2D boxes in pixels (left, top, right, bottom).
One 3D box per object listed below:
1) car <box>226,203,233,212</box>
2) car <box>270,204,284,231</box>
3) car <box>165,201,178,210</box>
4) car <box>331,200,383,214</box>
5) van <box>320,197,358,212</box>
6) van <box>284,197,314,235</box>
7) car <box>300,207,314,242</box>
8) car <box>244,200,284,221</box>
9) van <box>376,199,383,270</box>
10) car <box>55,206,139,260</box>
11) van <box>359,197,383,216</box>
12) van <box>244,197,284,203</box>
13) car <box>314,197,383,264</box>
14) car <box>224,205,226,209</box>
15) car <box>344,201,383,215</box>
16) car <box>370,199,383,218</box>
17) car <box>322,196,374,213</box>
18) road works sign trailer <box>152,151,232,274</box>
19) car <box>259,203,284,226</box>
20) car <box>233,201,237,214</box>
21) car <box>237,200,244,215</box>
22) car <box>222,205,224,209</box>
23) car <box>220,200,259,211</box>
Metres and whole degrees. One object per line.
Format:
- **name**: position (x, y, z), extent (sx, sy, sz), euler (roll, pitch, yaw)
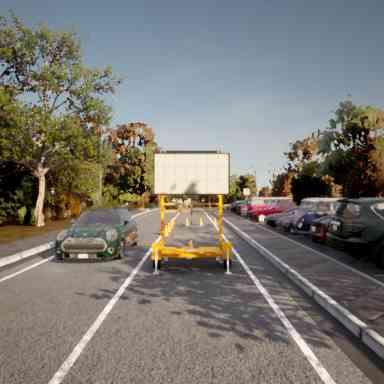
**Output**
- **car**: position (7.088, 1.541, 38.006), extent (5.566, 2.045, 2.435), euler (0, -1, 0)
- **car**: position (7.082, 1.583, 18.570), extent (4.674, 1.452, 2.002), euler (0, -1, 0)
- **car**: position (-3.289, 2.190, 53.597), extent (2.033, 1.411, 5.357), euler (0, -2, 0)
- **car**: position (20.015, 1.822, 40.536), extent (5.366, 1.575, 1.946), euler (0, -1, 0)
- **van**: position (20.328, 1.695, 46.199), extent (4.442, 1.987, 1.878), euler (0, -1, 0)
- **van**: position (6.958, 1.281, 15.798), extent (4.442, 1.987, 1.878), euler (0, -1, 0)
- **car**: position (7.099, 1.501, 13.013), extent (4.792, 1.488, 2.163), euler (0, 0, 0)
- **car**: position (7.101, 1.649, 26.899), extent (5.008, 1.535, 2.097), euler (0, -1, 0)
- **van**: position (6.942, 1.234, 7.486), extent (4.442, 1.987, 1.878), euler (0, 0, 0)
- **car**: position (-3.344, 1.389, 12.468), extent (2.097, 1.767, 4.553), euler (0, 0, 0)
- **van**: position (20.307, 1.527, 35.001), extent (4.442, 1.987, 1.878), euler (0, -1, 0)
- **van**: position (7.217, 1.459, 29.678), extent (4.442, 1.987, 1.878), euler (0, -1, 0)
- **car**: position (7.093, 1.199, 10.262), extent (5.566, 2.045, 2.435), euler (0, 0, 0)
- **car**: position (7.133, 1.873, 43.550), extent (5.008, 1.535, 2.097), euler (0, -1, 0)
- **car**: position (20.189, 1.789, 37.769), extent (4.892, 1.521, 2.231), euler (0, -1, 0)
- **car**: position (20.154, 1.591, 32.230), extent (4.553, 1.767, 2.185), euler (0, -1, 0)
- **car**: position (20.233, 1.616, 43.308), extent (5.566, 2.045, 2.435), euler (0, -1, 0)
- **road works sign trailer**: position (-0.016, 0.491, 10.607), extent (2.380, 3.560, 2.880), euler (0, 0, -1)
- **car**: position (7.055, 1.608, 21.348), extent (4.792, 1.488, 2.163), euler (0, -1, 0)
- **car**: position (7.140, 1.786, 35.226), extent (4.792, 1.488, 2.163), euler (0, -1, 0)
- **car**: position (7.108, 1.761, 32.450), extent (4.674, 1.452, 2.002), euler (0, -1, 0)
- **car**: position (7.137, 1.926, 46.322), extent (4.892, 1.521, 2.231), euler (0, -1, 0)
- **car**: position (6.951, 1.981, 49.091), extent (5.366, 1.575, 1.946), euler (0, -1, 0)
